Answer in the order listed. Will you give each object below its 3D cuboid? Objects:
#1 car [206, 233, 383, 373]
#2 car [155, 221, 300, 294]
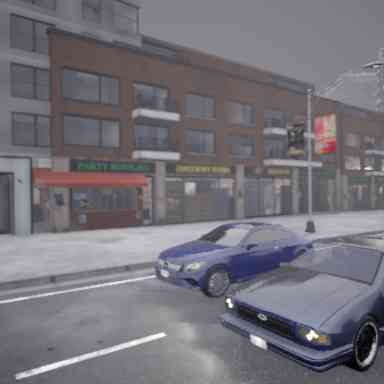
[{"bbox_3d":[3.024,1.546,5.845,5.357,1.411,2.033,0,0,-36],"label":"car"},{"bbox_3d":[1.308,1.523,8.626,4.674,1.442,1.812,0,0,-35],"label":"car"}]
